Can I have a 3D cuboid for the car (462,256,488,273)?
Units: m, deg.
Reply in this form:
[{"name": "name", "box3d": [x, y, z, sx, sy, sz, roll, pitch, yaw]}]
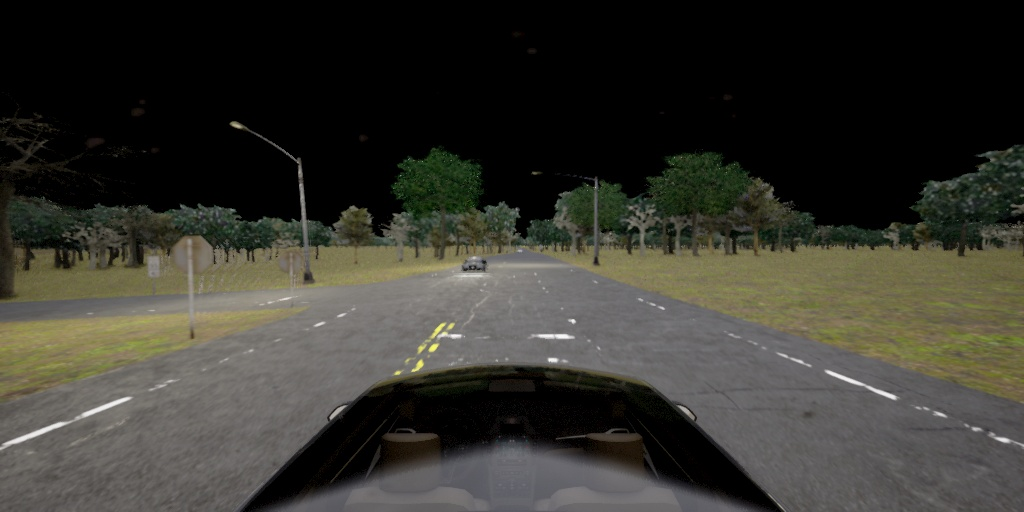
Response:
[{"name": "car", "box3d": [-3.255, 0.700, 32.255, 1.994, 1.385, 4.181, 0, 2, 2]}]
